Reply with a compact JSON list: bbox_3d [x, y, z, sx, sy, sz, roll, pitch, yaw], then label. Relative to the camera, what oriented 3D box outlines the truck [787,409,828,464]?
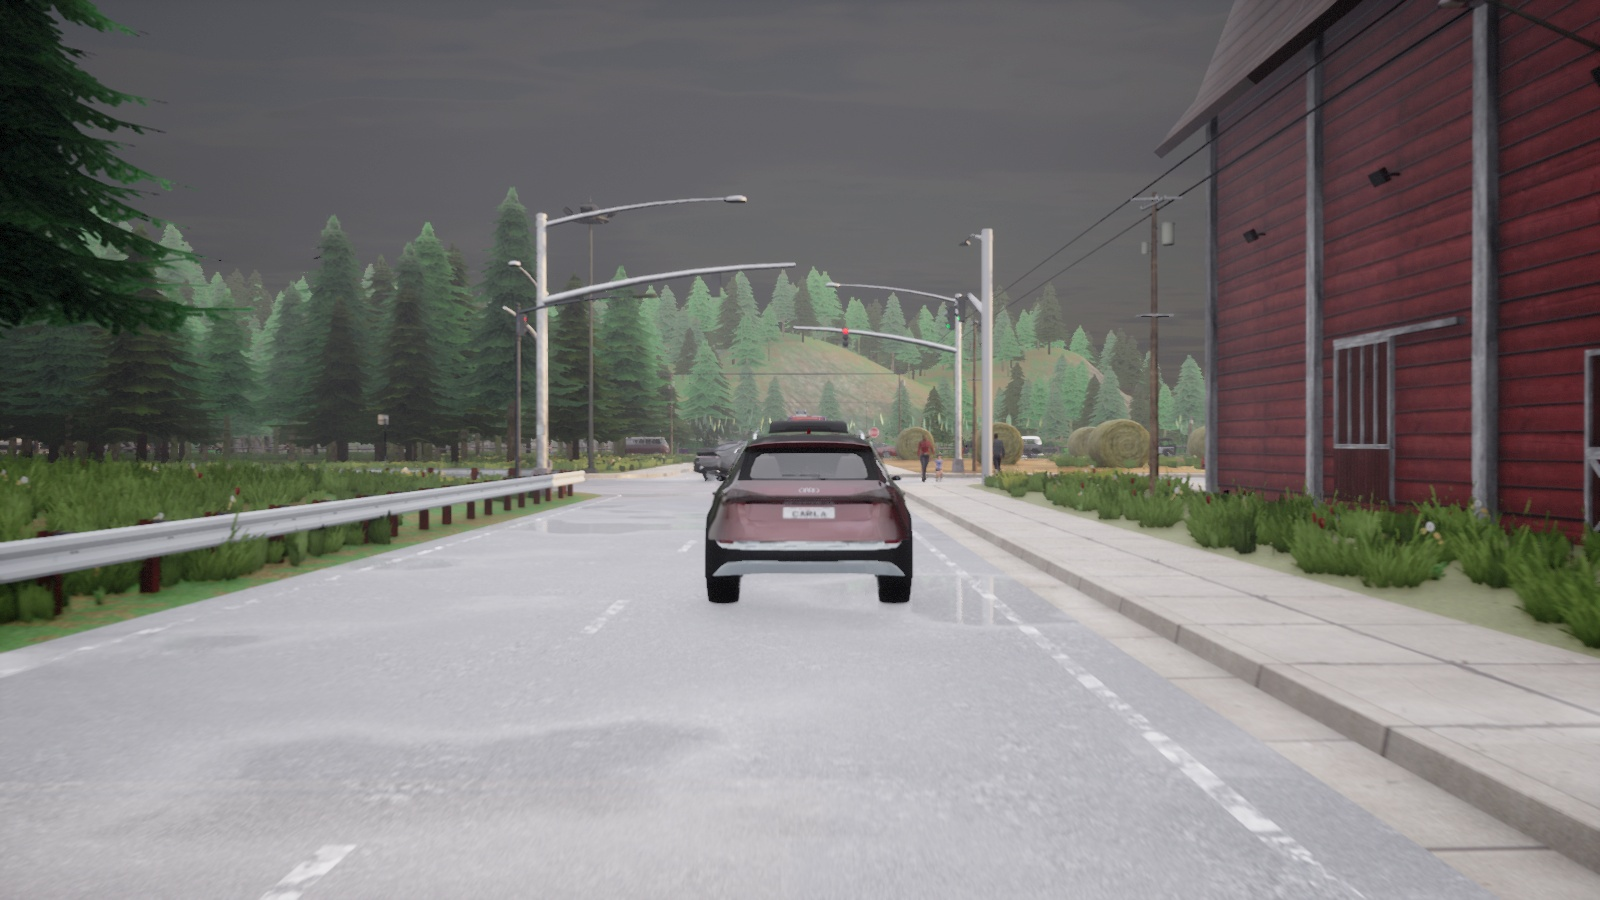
[{"bbox_3d":[0.536,-0.933,91.513,2.891,3.827,8.468,0,0,0],"label":"truck"}]

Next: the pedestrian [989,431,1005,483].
[{"bbox_3d":[7.475,0.260,47.572,0.423,1.949,0.788,0,0,-4],"label":"pedestrian"}]

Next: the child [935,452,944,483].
[{"bbox_3d":[5.142,0.645,46.311,0.255,1.110,0.394,0,0,-6],"label":"child"}]

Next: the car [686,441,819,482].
[{"bbox_3d":[-1.809,0.416,48.545,4.902,1.511,2.128,0,1,-42],"label":"car"}]

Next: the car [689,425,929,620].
[{"bbox_3d":[0.090,0.603,13.074,2.033,1.649,4.856,0,0,0],"label":"car"}]

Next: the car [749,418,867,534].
[{"bbox_3d":[0.142,0.417,22.270,1.905,1.878,3.866,0,0,0],"label":"car"}]

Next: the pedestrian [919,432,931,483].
[{"bbox_3d":[4.578,0.266,46.072,0.331,1.846,0.636,0,0,-4],"label":"pedestrian"}]
